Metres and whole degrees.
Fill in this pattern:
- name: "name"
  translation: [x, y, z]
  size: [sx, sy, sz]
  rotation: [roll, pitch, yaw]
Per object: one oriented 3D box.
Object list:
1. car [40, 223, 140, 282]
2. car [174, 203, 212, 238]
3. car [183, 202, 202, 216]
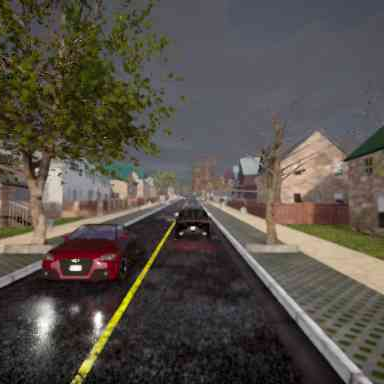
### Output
- name: "car"
  translation: [-2.757, 1.631, 9.882]
  size: [1.994, 1.385, 4.181]
  rotation: [0, 0, 0]
- name: "car"
  translation: [0.058, 1.599, 18.562]
  size: [1.882, 1.535, 5.008]
  rotation: [0, 0, 0]
- name: "car"
  translation: [0.060, 1.826, 36.743]
  size: [1.895, 1.301, 4.718]
  rotation: [0, 0, 0]
